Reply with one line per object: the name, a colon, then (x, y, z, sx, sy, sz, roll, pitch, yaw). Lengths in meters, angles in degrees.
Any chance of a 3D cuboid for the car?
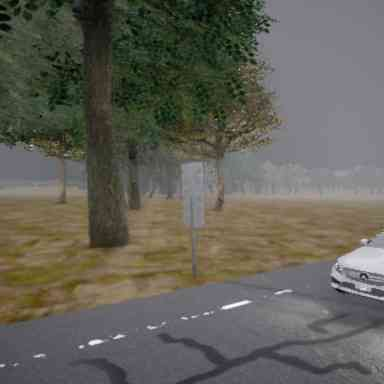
car: (5.142, 1.545, 7.680, 4.674, 1.442, 1.812, 0, 0, -36)
